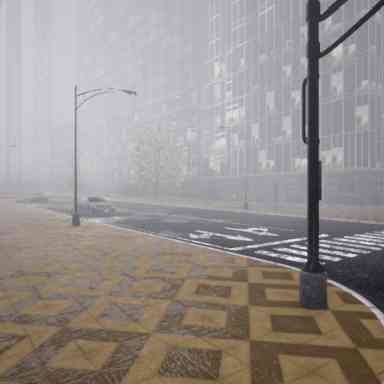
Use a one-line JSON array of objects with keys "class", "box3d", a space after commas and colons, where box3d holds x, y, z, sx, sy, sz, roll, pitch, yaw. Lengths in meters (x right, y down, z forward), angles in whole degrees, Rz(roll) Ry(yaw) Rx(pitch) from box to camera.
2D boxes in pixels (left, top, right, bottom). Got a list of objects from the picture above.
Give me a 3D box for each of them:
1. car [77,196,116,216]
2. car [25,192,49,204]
[{"class": "car", "box3d": [-7.774, 1.073, 26.539, 1.812, 1.442, 4.674, 0, 1, -38]}, {"class": "car", "box3d": [-19.315, 0.735, 41.320, 1.994, 1.385, 4.181, 0, 1, -38]}]
